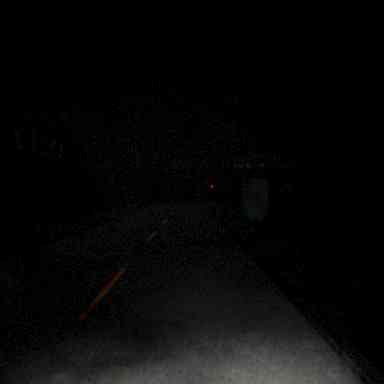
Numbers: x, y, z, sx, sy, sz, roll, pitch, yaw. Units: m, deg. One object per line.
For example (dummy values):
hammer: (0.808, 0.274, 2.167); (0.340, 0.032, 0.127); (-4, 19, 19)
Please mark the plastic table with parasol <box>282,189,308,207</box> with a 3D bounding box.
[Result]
plastic table with parasol: (14.161, 0.788, 45.784); (2.482, 2.480, 2.482); (0, 0, -40)
